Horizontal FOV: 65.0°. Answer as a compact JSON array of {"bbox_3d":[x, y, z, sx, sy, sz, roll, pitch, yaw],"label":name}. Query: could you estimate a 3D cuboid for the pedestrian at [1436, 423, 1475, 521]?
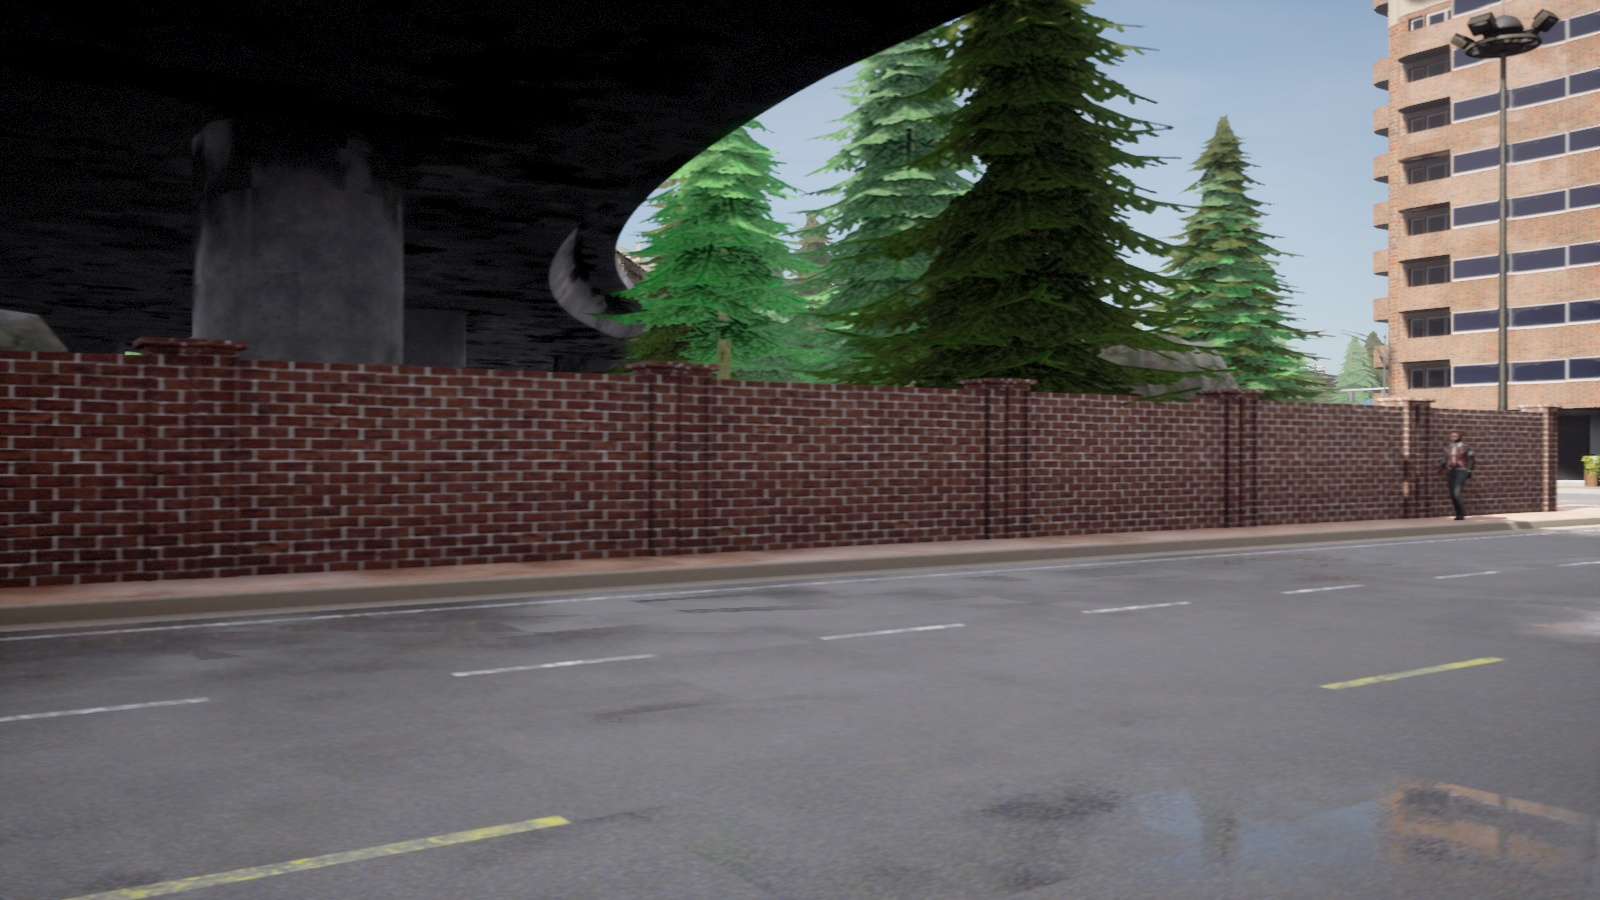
[{"bbox_3d":[13.188,0.435,25.264,0.666,1.930,0.402,0,0,-31],"label":"pedestrian"}]
